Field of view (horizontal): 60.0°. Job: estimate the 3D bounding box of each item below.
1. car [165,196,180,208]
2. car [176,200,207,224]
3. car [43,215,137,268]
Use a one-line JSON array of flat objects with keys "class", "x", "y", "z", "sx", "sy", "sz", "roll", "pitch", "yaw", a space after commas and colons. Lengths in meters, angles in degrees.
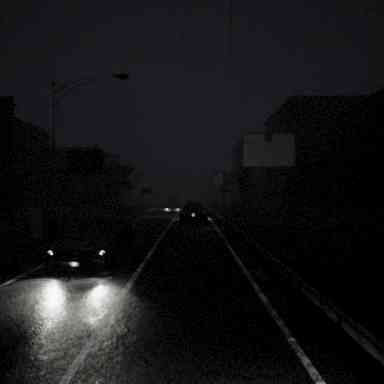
[{"class": "car", "x": -3.071, "y": 1.590, "z": 54.219, "sx": 2.150, "sy": 2.045, "sz": 5.566, "roll": 0, "pitch": -1, "yaw": 0}, {"class": "car", "x": 0.094, "y": 1.547, "z": 24.508, "sx": 1.994, "sy": 1.385, "sz": 4.181, "roll": 0, "pitch": 0, "yaw": 0}, {"class": "car", "x": -3.101, "y": 1.509, "z": 11.413, "sx": 2.033, "sy": 1.411, "sz": 5.357, "roll": 0, "pitch": 0, "yaw": 0}]
